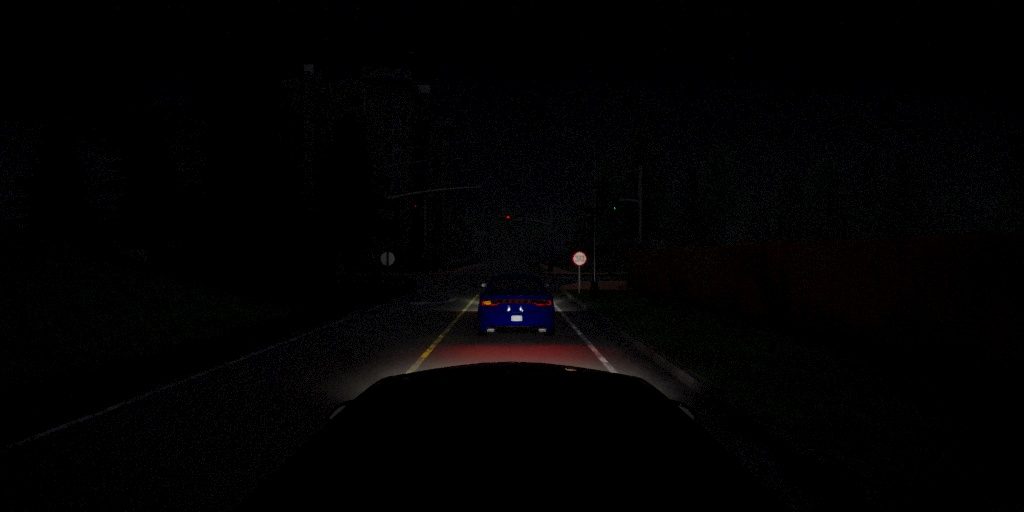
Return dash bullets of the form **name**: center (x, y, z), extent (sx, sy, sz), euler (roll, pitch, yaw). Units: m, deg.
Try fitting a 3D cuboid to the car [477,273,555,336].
- **car**: center (0.098, 1.228, 10.415), extent (1.882, 1.535, 5.008), euler (0, 0, 0)
